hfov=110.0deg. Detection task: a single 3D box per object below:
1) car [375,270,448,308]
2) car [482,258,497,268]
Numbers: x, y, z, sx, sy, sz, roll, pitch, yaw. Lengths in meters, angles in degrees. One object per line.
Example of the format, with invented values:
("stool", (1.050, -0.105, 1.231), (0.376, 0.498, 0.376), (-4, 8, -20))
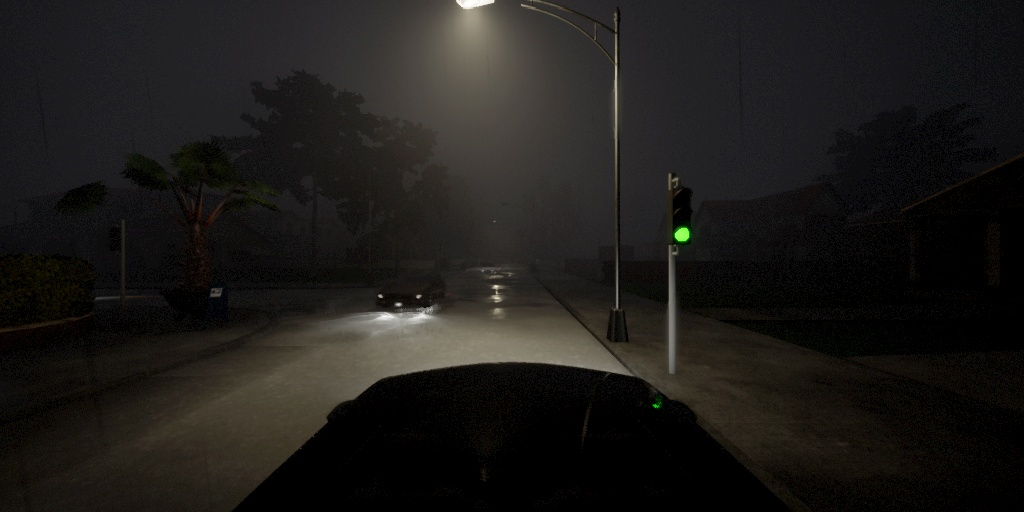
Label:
("car", (-4.019, 1.332, 15.369), (2.033, 1.411, 5.357), (0, 0, 0))
("car", (-3.996, 1.358, 59.635), (1.895, 1.301, 4.718), (0, 0, 0))
